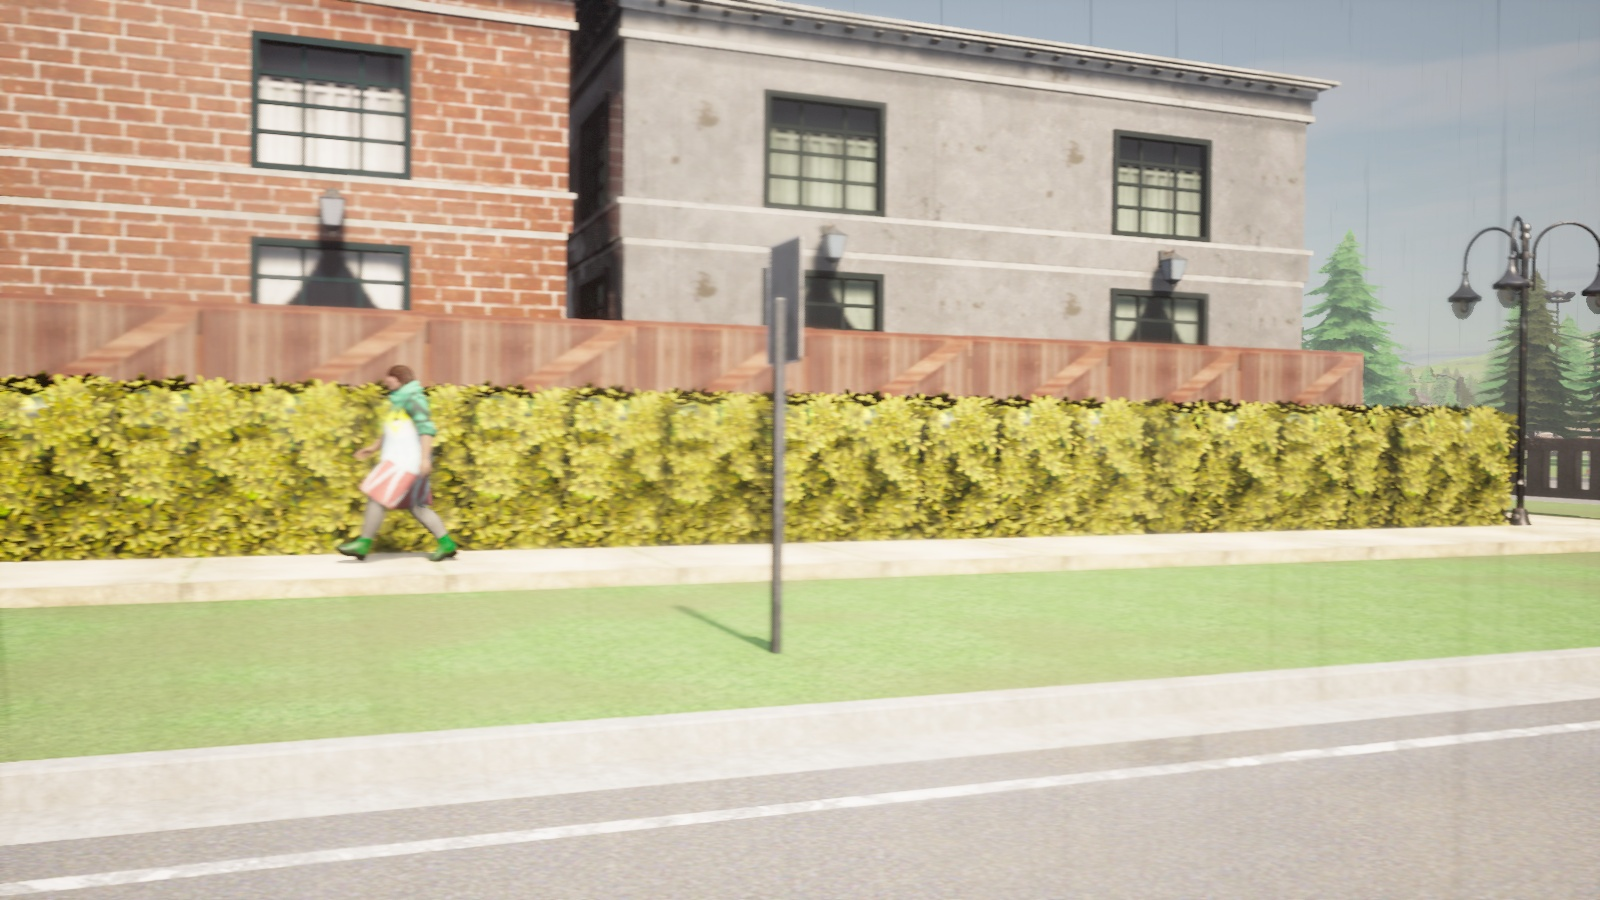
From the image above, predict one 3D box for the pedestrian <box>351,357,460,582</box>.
[{"bbox_3d":[-3.576,0.161,11.362,0.873,1.952,0.659,-1,1,-21],"label":"pedestrian"}]
